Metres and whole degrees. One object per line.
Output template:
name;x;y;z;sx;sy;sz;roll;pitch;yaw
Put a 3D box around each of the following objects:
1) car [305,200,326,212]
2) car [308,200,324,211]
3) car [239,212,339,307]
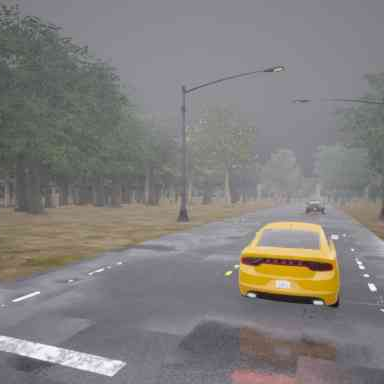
car;13.523;1.622;36.440;1.812;1.442;4.674;0;-1;22
car;17.068;1.801;45.709;2.033;1.411;5.357;0;-1;21
car;2.504;1.472;8.170;1.882;1.535;5.008;0;0;21
